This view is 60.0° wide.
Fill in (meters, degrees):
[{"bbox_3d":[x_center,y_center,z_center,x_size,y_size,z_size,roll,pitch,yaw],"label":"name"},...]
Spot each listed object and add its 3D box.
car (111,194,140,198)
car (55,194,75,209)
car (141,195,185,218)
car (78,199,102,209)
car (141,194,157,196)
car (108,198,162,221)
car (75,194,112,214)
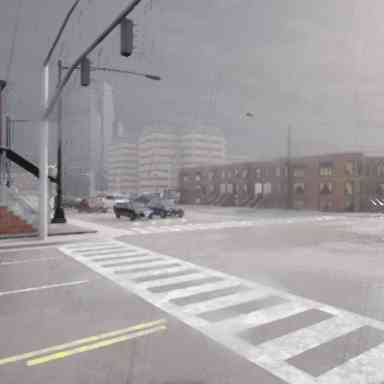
[{"bbox_3d":[-8.779,1.301,39.643,2.150,2.045,5.566,0,0,-35],"label":"car"},{"bbox_3d":[-17.090,1.283,45.307,2.150,2.045,5.566,0,0,-35],"label":"car"},{"bbox_3d":[-2.577,1.431,30.950,2.097,1.767,4.553,0,0,-36],"label":"car"},{"bbox_3d":[-14.838,1.680,48.180,1.895,1.301,4.718,0,0,-35],"label":"car"},{"bbox_3d":[-7.676,1.354,56.329,2.150,2.045,5.566,0,0,-36],"label":"car"},{"bbox_3d":[-4.945,1.553,28.242,2.128,1.511,4.902,0,0,-35],"label":"car"},{"bbox_3d":[-10.913,1.414,36.608,2.097,1.767,4.553,0,0,-35],"label":"car"}]
